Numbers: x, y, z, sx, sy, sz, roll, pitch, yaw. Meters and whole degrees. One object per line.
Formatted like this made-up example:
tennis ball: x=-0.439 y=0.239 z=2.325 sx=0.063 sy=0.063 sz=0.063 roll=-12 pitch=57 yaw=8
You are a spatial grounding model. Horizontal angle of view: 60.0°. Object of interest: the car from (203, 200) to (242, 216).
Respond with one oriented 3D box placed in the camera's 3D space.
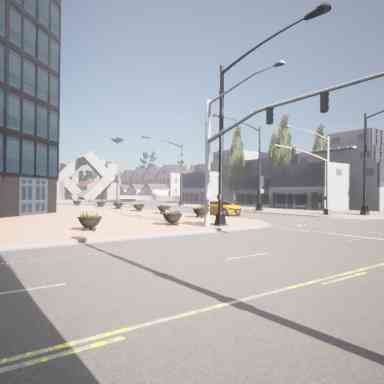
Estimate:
car: x=2.956 y=1.563 z=33.648 sx=1.882 sy=1.535 sz=5.008 roll=1 pitch=-1 yaw=-35
